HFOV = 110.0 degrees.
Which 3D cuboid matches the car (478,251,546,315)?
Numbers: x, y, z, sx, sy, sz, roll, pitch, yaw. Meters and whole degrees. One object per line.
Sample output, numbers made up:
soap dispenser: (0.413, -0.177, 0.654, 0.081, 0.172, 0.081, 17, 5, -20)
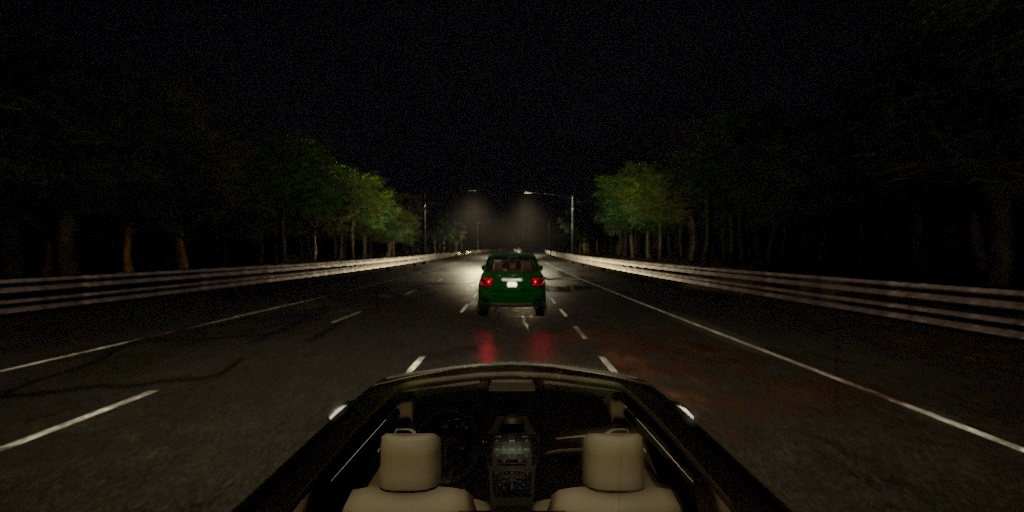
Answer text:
car: (0.002, 0.922, 13.319, 2.150, 2.045, 5.566, 0, 0, 0)
